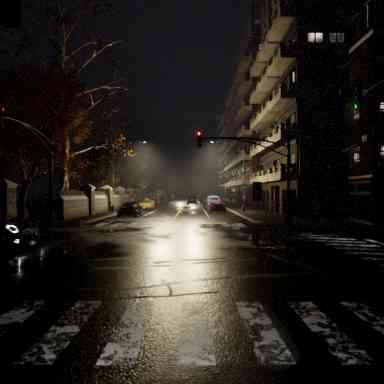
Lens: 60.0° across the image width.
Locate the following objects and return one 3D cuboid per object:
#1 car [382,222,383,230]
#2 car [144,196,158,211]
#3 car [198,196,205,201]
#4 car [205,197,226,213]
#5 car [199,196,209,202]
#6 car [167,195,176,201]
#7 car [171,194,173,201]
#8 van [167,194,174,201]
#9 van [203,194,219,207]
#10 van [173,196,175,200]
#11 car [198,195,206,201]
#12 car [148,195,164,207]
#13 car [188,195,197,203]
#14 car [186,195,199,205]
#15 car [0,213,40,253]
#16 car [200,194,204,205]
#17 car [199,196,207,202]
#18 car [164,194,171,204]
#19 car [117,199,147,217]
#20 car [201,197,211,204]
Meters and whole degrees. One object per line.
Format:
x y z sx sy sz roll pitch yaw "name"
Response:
13.468 1.604 18.561 5.009 1.841 2.192 1 -1 -1 "car"
-5.684 1.550 41.975 1.752 1.417 4.829 0 0 0 "car"
2.698 1.700 92.816 1.802 1.307 4.206 0 0 0 "car"
2.696 1.564 36.514 1.887 1.381 4.507 0 0 0 "car"
2.697 1.629 75.925 2.008 1.369 4.403 0 0 0 "car"
-5.682 1.669 92.815 2.008 1.369 4.403 0 0 0 "car"
-5.682 1.508 70.295 1.967 1.590 4.097 0 0 0 "car"
-5.682 1.445 87.185 1.690 1.788 3.998 0 0 0 "van"
2.697 1.366 42.145 1.690 1.788 3.998 0 0 0 "van"
-5.682 1.432 81.556 1.690 1.788 3.998 0 0 0 "van"
2.698 1.544 87.185 1.967 1.590 4.097 0 0 0 "car"
-5.684 1.347 47.775 2.192 1.841 5.009 0 0 0 "car"
0.006 1.444 70.019 1.837 1.490 4.892 0 0 0 "car"
0.004 1.597 59.600 2.033 1.411 5.357 0 0 0 "car"
-8.222 1.256 12.574 4.553 1.767 2.097 2 -2 0 "car"
2.697 1.480 53.405 1.967 1.590 4.097 0 0 0 "car"
2.697 1.635 81.555 1.887 1.381 4.507 0 0 0 "car"
-5.683 1.498 64.666 1.967 1.590 4.097 0 0 0 "car"
-5.685 1.580 30.884 1.947 1.339 4.313 0 0 0 "car"
2.697 1.602 64.665 1.887 1.381 4.507 0 0 0 "car"
